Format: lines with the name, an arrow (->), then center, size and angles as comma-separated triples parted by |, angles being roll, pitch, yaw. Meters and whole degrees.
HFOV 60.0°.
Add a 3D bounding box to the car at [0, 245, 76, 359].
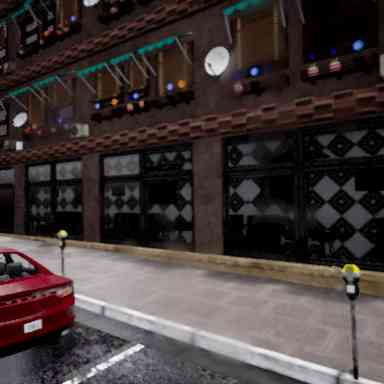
car -> -3.787, 1.531, 5.442 | 4.507, 1.381, 1.887 | 0, -1, 35
